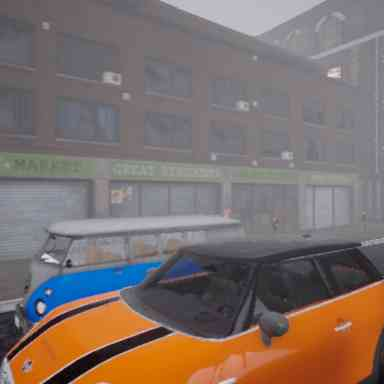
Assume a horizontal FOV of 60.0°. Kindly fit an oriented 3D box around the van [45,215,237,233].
[{"bbox_3d":[-0.793,1.345,5.993,3.998,1.788,1.690,0,0,-35],"label":"van"}]

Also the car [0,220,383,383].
[{"bbox_3d":[0.433,1.356,3.685,4.553,1.767,2.097,0,0,-35],"label":"car"}]
